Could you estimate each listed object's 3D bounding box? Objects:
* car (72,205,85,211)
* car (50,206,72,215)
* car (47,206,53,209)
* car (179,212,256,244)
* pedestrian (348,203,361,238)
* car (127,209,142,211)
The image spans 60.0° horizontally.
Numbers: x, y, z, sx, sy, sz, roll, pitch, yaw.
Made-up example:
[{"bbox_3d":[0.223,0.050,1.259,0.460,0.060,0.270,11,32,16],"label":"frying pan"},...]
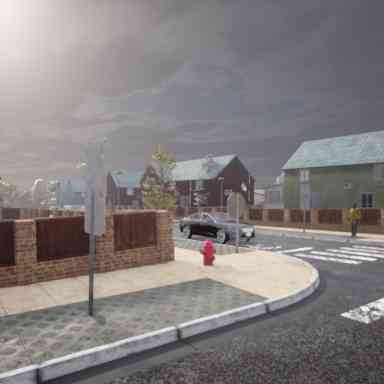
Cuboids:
[{"bbox_3d":[-9.950,2.201,33.169,2.097,1.767,4.553,1,-2,-36],"label":"car"},{"bbox_3d":[-15.632,2.721,41.059,1.895,1.301,4.718,1,-2,-35],"label":"car"},{"bbox_3d":[-23.499,3.174,56.889,1.837,1.490,4.892,1,-3,-36],"label":"car"},{"bbox_3d":[1.226,1.812,17.746,2.128,1.511,4.902,2,-2,-37],"label":"car"},{"bbox_3d":[8.552,1.462,17.593,0.375,1.860,0.375,0,0,-36],"label":"pedestrian"},{"bbox_3d":[-4.325,2.073,25.376,2.128,1.511,4.902,1,-2,-36],"label":"car"}]
